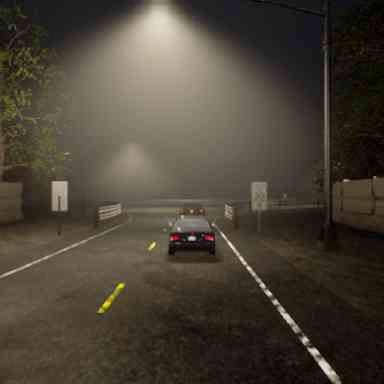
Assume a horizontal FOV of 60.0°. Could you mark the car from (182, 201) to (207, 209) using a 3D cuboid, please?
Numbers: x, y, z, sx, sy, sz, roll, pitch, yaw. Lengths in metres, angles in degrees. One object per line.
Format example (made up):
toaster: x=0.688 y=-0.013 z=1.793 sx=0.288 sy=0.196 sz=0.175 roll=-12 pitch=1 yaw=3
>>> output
car: x=0.167 y=1.620 z=28.943 sx=2.097 sy=1.767 sz=4.553 roll=0 pitch=-1 yaw=5

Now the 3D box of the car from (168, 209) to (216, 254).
car: x=-0.002 y=1.679 z=14.002 sx=2.033 sy=1.411 sz=5.357 roll=0 pitch=-1 yaw=0
